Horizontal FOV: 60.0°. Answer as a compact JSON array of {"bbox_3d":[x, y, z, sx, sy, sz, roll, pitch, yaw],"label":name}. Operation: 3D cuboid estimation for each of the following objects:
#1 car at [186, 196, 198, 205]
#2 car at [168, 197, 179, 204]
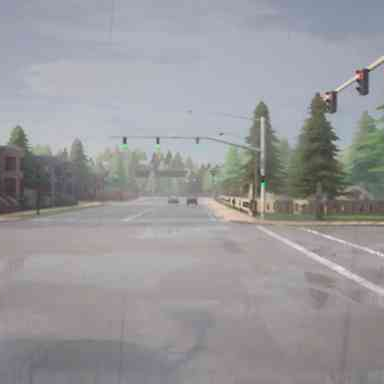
[{"bbox_3d":[0.010,1.465,56.189,1.837,1.490,4.892,0,0,0],"label":"car"},{"bbox_3d":[-3.390,1.558,61.281,1.895,1.301,4.718,0,0,0],"label":"car"}]
